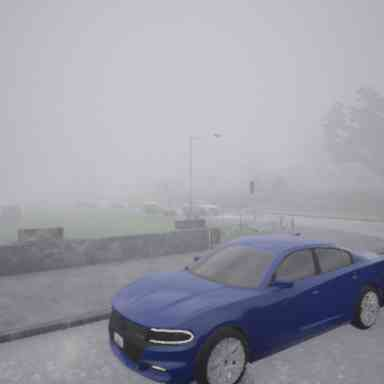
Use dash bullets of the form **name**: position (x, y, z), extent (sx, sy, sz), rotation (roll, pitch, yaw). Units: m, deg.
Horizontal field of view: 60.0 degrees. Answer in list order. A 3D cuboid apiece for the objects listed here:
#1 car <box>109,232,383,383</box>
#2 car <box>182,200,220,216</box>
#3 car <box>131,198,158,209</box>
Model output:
- **car**: position (1.185, 1.477, 5.366), extent (5.008, 1.535, 1.882), rotation (0, 0, -35)
- **car**: position (0.767, 1.526, 33.063), extent (1.812, 1.442, 4.674), rotation (0, 0, -36)
- **car**: position (-6.148, 1.478, 42.748), extent (1.882, 1.535, 5.008), rotation (0, 0, -35)
